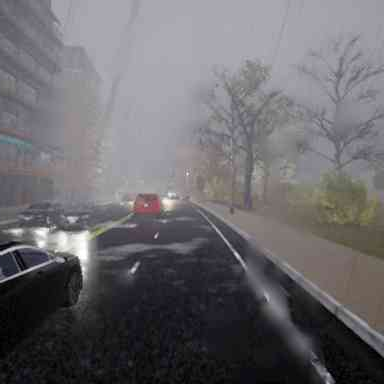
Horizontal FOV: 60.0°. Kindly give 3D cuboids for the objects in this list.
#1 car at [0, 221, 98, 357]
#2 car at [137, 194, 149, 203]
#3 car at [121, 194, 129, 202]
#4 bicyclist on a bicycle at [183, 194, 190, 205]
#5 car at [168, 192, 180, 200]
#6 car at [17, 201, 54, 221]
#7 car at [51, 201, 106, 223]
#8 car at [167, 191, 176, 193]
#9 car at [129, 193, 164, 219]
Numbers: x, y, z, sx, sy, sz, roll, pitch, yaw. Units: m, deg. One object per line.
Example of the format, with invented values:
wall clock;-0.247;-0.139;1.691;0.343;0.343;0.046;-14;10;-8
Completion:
car;-3.167;1.470;4.952;2.128;1.511;4.902;0;0;0
car;-9.105;1.193;62.035;1.882;1.535;5.008;0;0;-4
car;-12.584;1.183;64.715;1.882;1.535;5.008;0;0;-5
bicyclist on a bicycle;-0.647;1.146;48.781;0.659;1.776;1.843;0;0;-4
car;-3.903;1.231;76.185;1.895;1.301;4.718;0;0;-6
car;-10.170;1.407;22.851;1.837;1.490;4.892;0;0;-2
car;-6.880;1.398;21.405;2.128;1.511;4.902;0;0;-2
car;-5.282;0.677;88.449;2.150;2.045;5.566;0;0;-7
car;-3.642;1.097;28.218;2.150;2.045;5.566;0;0;-2
